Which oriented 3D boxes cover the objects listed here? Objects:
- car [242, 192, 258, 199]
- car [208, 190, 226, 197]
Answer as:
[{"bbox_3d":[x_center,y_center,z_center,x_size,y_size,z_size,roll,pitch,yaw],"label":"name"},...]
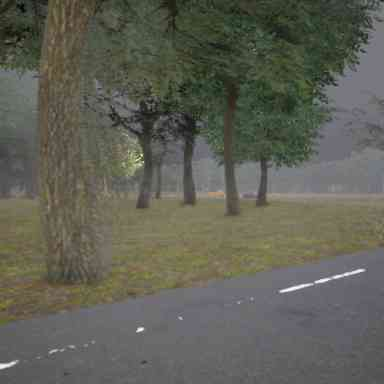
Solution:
[{"bbox_3d":[12.301,0.659,68.173,1.994,1.385,4.181,2,-1,-36],"label":"car"},{"bbox_3d":[5.692,0.362,77.301,1.882,1.535,5.008,2,-1,-36],"label":"car"}]
